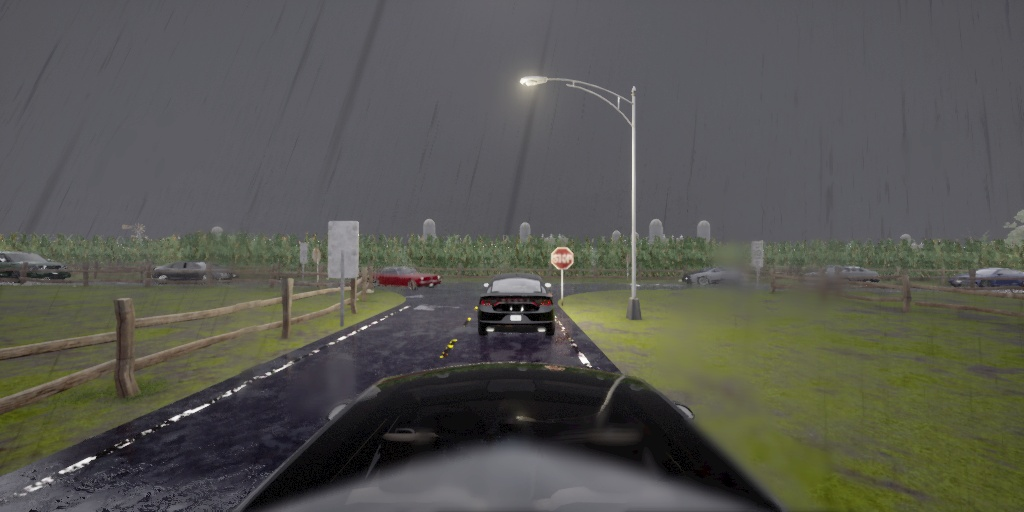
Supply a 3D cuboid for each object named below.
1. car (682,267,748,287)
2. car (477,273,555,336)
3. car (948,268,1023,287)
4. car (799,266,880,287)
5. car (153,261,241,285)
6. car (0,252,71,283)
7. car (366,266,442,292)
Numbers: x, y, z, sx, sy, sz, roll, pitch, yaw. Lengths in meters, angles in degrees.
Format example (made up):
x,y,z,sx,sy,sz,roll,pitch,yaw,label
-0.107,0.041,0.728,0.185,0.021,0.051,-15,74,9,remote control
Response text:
x,y,z,sx,sy,sz,roll,pitch,yaw,label
14.712,1.469,26.111,4.181,1.385,1.994,0,-1,1,car
0.150,1.230,10.469,1.882,1.535,5.008,0,0,2,car
34.685,1.598,25.957,4.674,1.442,1.812,1,-1,1,car
23.655,1.469,26.045,4.902,1.511,2.128,0,-1,0,car
-20.474,1.100,23.409,4.892,1.490,1.837,0,-1,0,car
-32.613,0.736,23.503,5.566,2.045,2.150,1,-1,0,car
-6.475,1.285,21.312,4.718,1.301,1.895,1,1,28,car
